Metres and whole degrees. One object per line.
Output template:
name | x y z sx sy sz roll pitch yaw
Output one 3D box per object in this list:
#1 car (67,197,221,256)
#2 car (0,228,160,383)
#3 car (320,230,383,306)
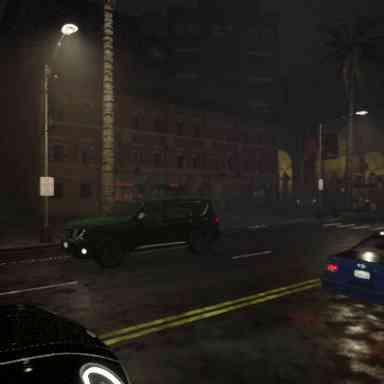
car | -1.516 1.221 11.534 5.566 2.045 2.150 0 0 -36
car | -2.578 1.352 1.851 4.553 1.767 2.097 0 0 -36
car | 5.135 1.547 7.510 5.357 1.411 2.033 0 0 -36
